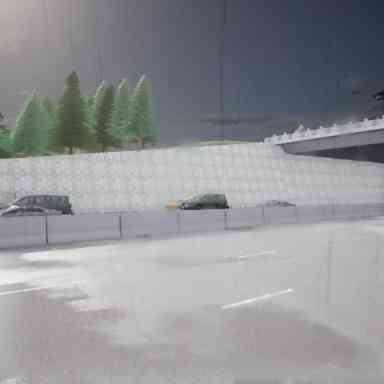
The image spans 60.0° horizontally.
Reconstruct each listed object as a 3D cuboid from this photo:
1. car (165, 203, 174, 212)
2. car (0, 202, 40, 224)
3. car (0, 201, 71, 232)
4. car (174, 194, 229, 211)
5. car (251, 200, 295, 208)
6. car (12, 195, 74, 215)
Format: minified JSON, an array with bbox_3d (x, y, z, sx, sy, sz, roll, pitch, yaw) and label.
[{"bbox_3d":[-0.656,1.477,37.853,5.008,1.535,1.882,0,0,-35],"label":"car"},{"bbox_3d":[-13.916,1.506,24.157,4.892,1.490,1.837,1,0,-35],"label":"car"},{"bbox_3d":[-9.725,1.492,18.546,4.902,1.511,2.128,0,0,-35],"label":"car"},{"bbox_3d":[1.322,1.222,34.966,5.566,2.045,2.150,0,0,-35],"label":"car"},{"bbox_3d":[7.471,1.492,30.745,4.902,1.511,2.128,0,0,-35],"label":"car"},{"bbox_3d":[-10.761,1.222,22.104,5.566,2.045,2.150,0,0,-35],"label":"car"}]
